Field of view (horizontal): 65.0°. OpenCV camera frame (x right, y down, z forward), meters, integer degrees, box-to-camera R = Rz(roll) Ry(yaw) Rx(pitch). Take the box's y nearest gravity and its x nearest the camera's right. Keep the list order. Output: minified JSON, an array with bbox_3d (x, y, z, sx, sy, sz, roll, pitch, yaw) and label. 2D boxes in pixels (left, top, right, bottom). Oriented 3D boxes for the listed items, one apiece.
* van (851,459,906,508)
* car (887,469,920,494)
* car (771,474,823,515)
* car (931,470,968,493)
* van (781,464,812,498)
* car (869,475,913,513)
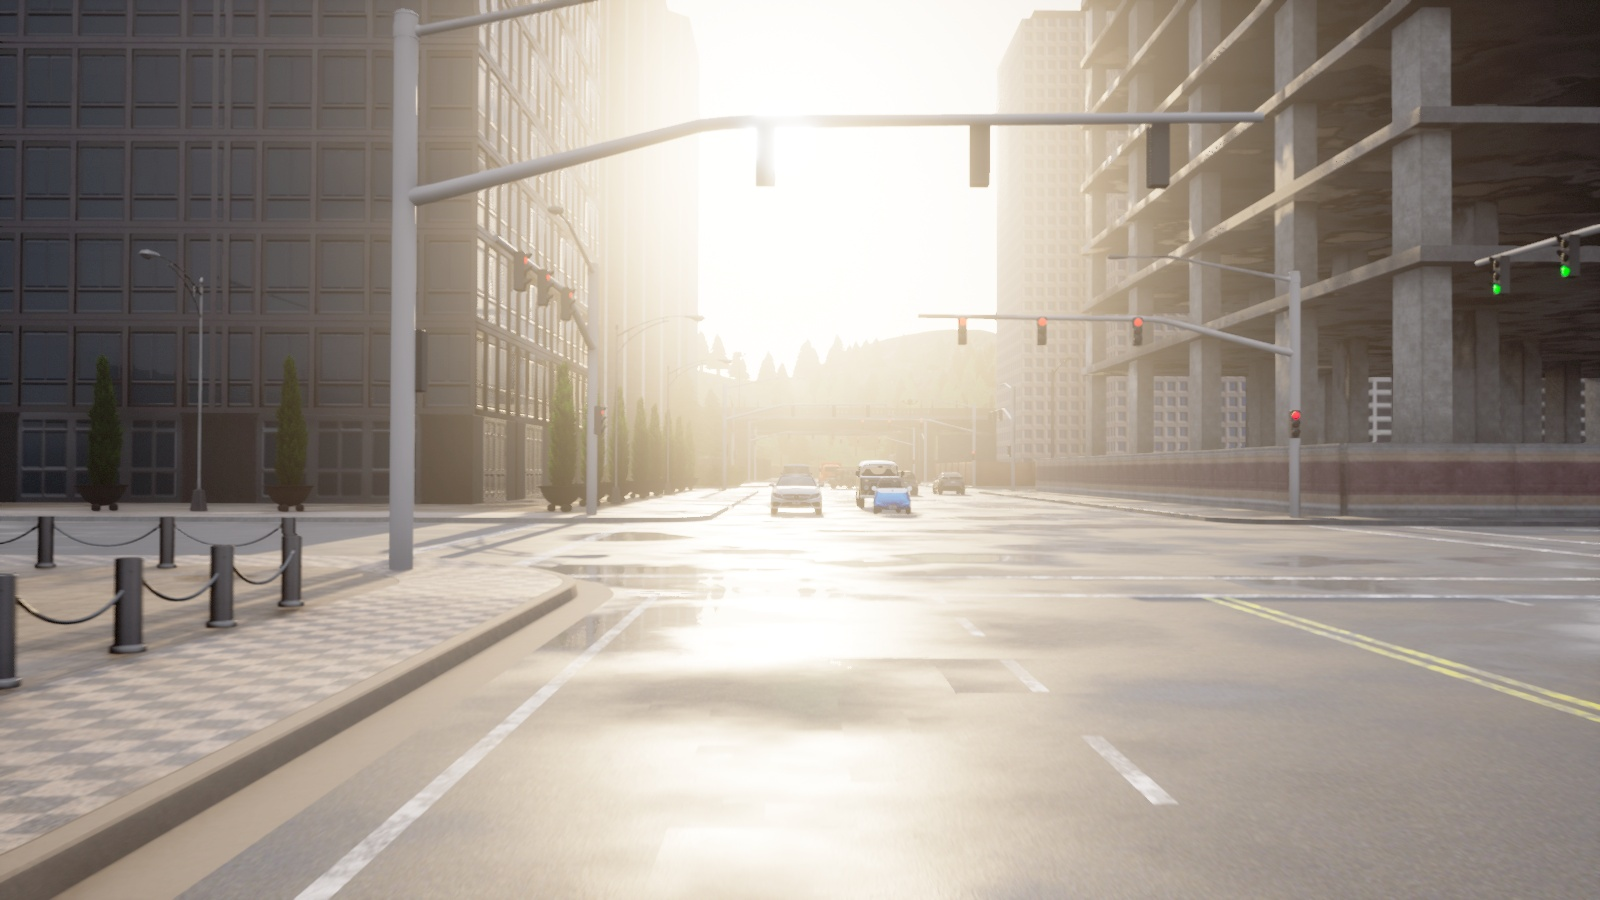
[{"bbox_3d":[3.357,1.435,54.383,2.069,2.038,4.480,0,-1,0],"label":"van"},{"bbox_3d":[6.785,2.071,82.770,1.851,1.617,3.988,0,-1,0],"label":"car"},{"bbox_3d":[-0.121,1.621,46.580,1.812,1.442,4.674,0,-1,0],"label":"car"},{"bbox_3d":[10.275,2.170,86.567,2.007,1.525,4.514,0,-1,0],"label":"car"},{"bbox_3d":[-0.196,1.825,75.061,1.775,1.987,4.442,0,-1,0],"label":"van"},{"bbox_3d":[3.379,1.639,46.790,1.481,1.376,2.207,0,-1,0],"label":"car"}]
